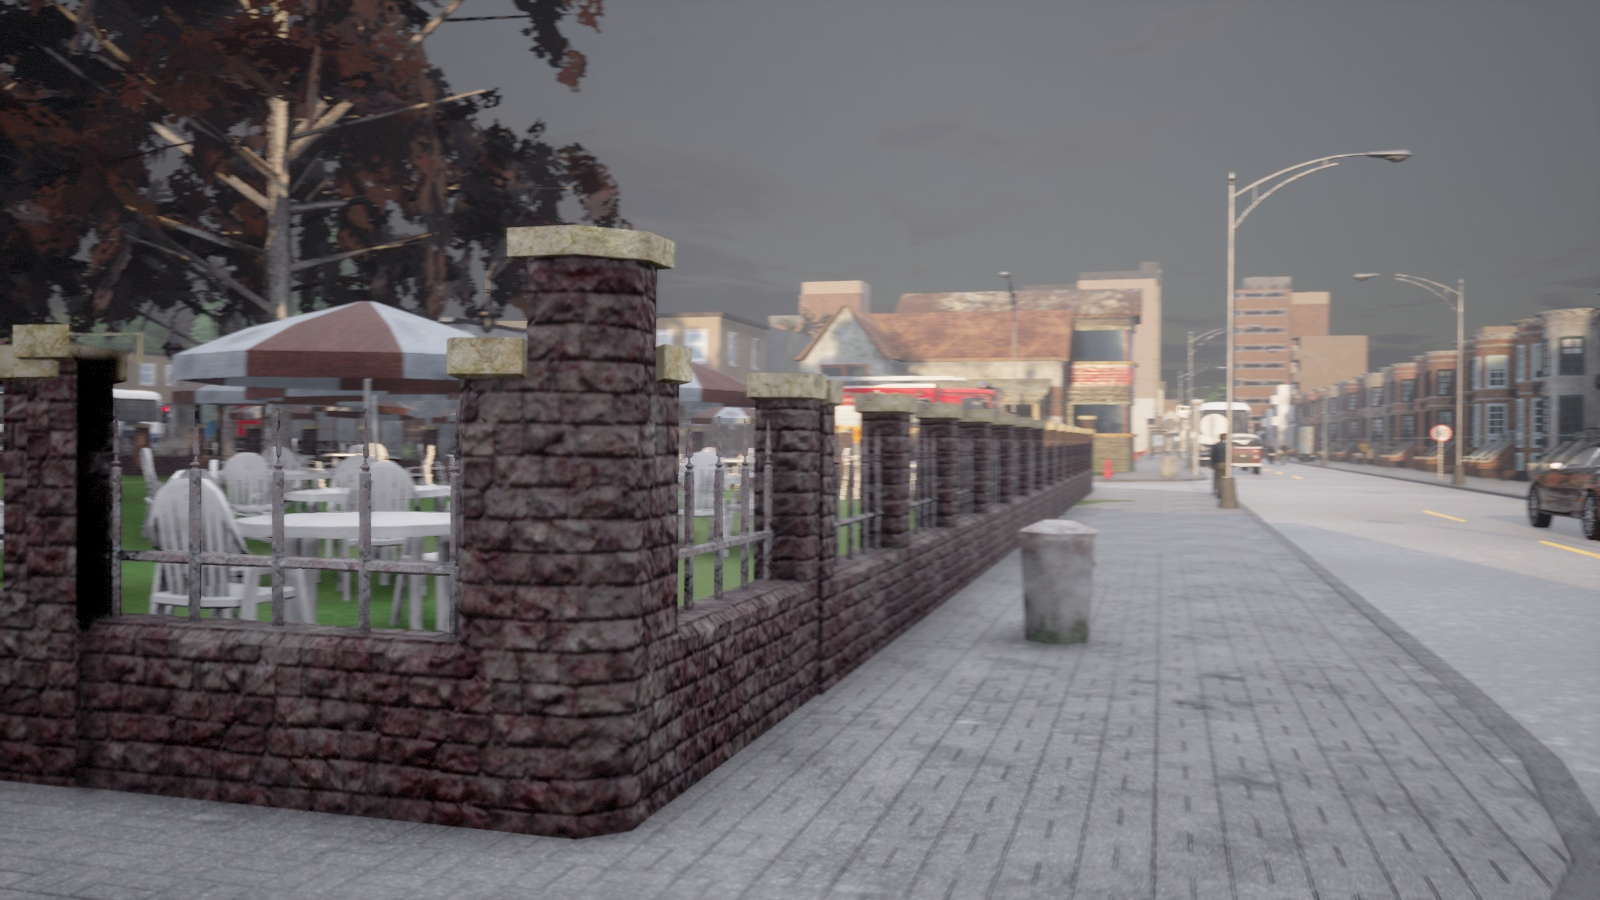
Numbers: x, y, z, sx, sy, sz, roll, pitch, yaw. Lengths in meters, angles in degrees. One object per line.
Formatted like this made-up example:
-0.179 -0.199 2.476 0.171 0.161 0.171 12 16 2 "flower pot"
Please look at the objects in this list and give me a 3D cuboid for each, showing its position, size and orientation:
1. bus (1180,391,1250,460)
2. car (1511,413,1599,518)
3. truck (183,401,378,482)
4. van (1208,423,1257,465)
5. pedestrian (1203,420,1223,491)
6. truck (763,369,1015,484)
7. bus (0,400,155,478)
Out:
27.546 -1.646 83.809 3.944 4.253 10.273 -1 1 16 "bus"
14.288 0.208 21.915 2.152 1.651 5.027 -1 1 16 "car"
-23.220 -0.358 56.130 7.936 3.462 2.891 -1 1 16 "truck"
21.842 -0.299 63.521 2.069 2.038 4.480 -1 1 16 "van"
10.812 0.147 32.855 0.370 1.835 0.726 0 1 29 "pedestrian"
3.196 -0.784 44.539 8.468 3.827 2.891 -1 1 15 "truck"
-43.503 -0.639 73.791 3.944 4.253 10.273 -1 1 16 "bus"
